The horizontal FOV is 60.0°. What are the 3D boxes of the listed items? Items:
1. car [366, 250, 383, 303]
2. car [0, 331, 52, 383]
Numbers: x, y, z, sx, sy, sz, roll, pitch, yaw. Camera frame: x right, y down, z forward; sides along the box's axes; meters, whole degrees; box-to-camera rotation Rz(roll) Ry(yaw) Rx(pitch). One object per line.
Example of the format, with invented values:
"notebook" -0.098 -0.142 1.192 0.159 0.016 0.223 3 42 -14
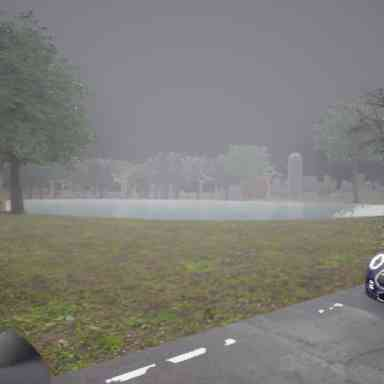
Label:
"car" 5.741 1.415 7.164 4.553 1.767 2.097 0 0 -35
"car" -2.972 1.463 0.848 5.008 1.535 1.882 1 -1 -38
